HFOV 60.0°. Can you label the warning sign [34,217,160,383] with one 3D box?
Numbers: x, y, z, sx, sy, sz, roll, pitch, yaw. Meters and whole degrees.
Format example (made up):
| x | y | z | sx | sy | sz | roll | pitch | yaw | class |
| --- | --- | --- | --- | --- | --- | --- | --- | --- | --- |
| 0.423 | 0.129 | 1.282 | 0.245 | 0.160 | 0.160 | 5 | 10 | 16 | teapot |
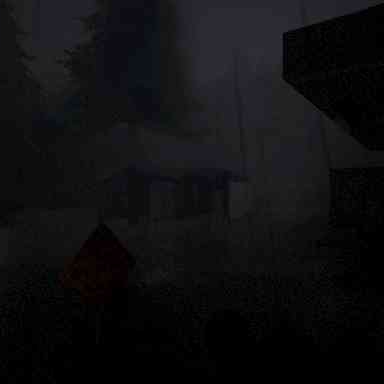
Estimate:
| x | y | z | sx | sy | sz | roll | pitch | yaw | class |
| --- | --- | --- | --- | --- | --- | --- | --- | --- | --- |
| -1.269 | 1.335 | 4.590 | 1.060 | 1.860 | 1.300 | 0 | 0 | 36 | warning sign |
